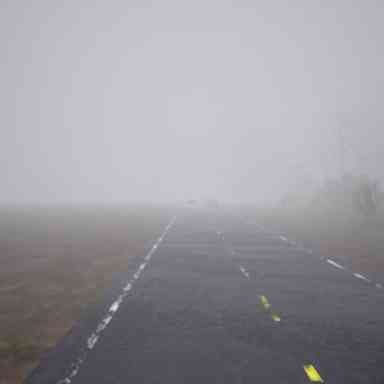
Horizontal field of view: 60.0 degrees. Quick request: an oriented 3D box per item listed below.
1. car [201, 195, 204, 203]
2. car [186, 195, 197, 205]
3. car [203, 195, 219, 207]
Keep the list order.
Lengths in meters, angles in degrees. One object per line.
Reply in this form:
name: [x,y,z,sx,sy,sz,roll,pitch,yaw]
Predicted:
car: [2.963,1.412,69.269,2.097,1.767,4.553,0,0,0]
car: [-0.056,1.644,59.916,1.895,1.301,4.718,0,0,1]
car: [3.072,1.567,50.675,1.812,1.442,4.674,0,0,0]
